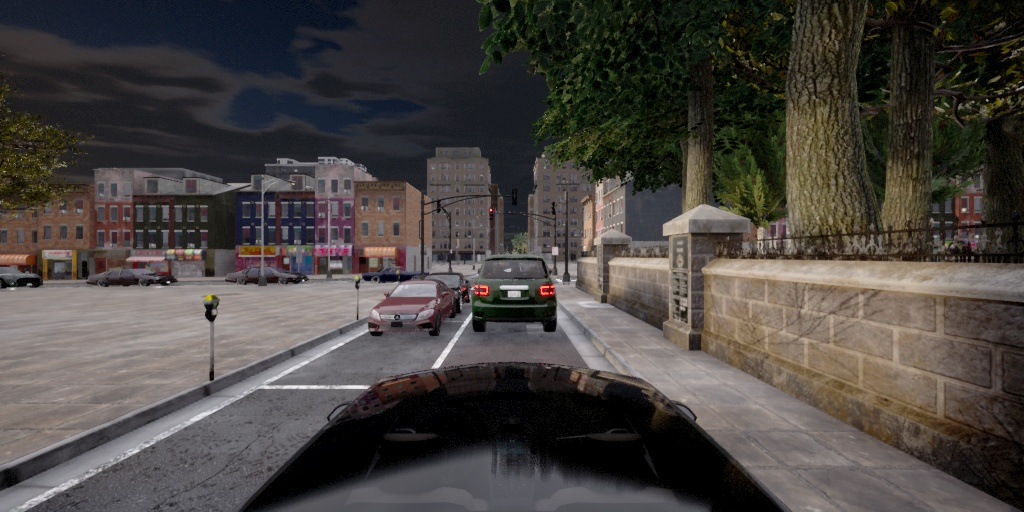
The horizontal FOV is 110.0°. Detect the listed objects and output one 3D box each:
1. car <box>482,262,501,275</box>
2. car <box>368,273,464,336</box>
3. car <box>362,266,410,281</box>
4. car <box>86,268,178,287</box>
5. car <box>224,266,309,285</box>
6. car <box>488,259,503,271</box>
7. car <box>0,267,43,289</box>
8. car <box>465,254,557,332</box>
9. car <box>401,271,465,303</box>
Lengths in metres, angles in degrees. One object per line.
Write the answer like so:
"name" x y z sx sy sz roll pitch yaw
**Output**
"car" -2.252 1.342 40.744 1.895 1.301 4.718 0 0 0
"car" -2.632 1.331 10.295 1.802 1.307 4.207 0 0 0
"car" -8.539 1.425 26.881 4.718 1.301 1.895 -1 0 0
"car" -28.374 1.623 26.828 5.357 1.411 2.033 -1 0 0
"car" -18.300 1.482 26.855 5.357 1.411 2.033 -1 0 0
"car" -2.258 1.216 51.157 1.882 1.535 5.008 0 0 0
"car" -38.333 1.597 26.821 4.553 1.767 2.097 -1 0 0
"car" 0.082 0.971 10.973 2.150 2.045 5.566 0 0 1
"car" -2.629 1.315 13.958 1.948 1.339 4.313 0 0 0
